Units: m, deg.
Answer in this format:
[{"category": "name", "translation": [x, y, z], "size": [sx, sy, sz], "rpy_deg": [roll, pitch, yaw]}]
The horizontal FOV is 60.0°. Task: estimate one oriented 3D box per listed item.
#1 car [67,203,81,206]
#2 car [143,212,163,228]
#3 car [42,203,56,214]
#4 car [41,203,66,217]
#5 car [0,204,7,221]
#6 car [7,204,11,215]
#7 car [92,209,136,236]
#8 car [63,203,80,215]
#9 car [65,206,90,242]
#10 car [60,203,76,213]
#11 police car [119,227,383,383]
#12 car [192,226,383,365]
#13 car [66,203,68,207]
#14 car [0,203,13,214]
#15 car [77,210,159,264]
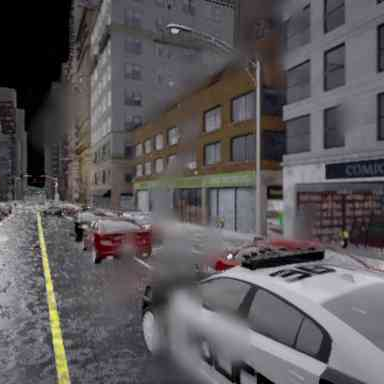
[{"category": "car", "translation": [-12.267, 2.173, 36.730], "size": [1.947, 1.339, 4.313], "rpy_deg": [-1, -1, -25]}, {"category": "car", "translation": [-2.877, 1.700, 16.817], "size": [1.967, 1.590, 4.097], "rpy_deg": [-1, -1, -25]}, {"category": "car", "translation": [-21.213, 2.353, 49.247], "size": [1.837, 1.490, 4.892], "rpy_deg": [0, -1, -25]}, {"category": "car", "translation": [-16.640, 2.170, 39.639], "size": [2.128, 1.511, 4.902], "rpy_deg": [0, -1, -25]}, {"category": "car", "translation": [-19.980, 2.041, 33.094], "size": [1.967, 1.590, 4.097], "rpy_deg": [-1, -1, -25]}, {"category": "car", "translation": [-22.326, 2.255, 38.072], "size": [1.947, 1.339, 4.313], "rpy_deg": [-1, -1, -25]}, {"category": "car", "translation": [-5.223, 1.891, 21.794], "size": [1.887, 1.381, 4.507], "rpy_deg": [-1, -1, -25]}, {"category": "car", "translation": [-16.963, 2.329, 46.687], "size": [1.887, 1.381, 4.507], "rpy_deg": [-1, -1, -25]}, {"category": "car", "translation": [-5.654, 1.776, 18.366], "size": [1.882, 1.535, 5.008], "rpy_deg": [0, -1, -25]}, {"category": "car", "translation": [-19.311, 2.417, 51.666], "size": [1.887, 1.381, 4.507], "rpy_deg": [-1, -1, -25]}, {"category": "police car", "translation": [0.953, 1.475, 3.849], "size": [1.930, 1.638, 5.238], "rpy_deg": [0, -1, -30]}, {"category": "car", "translation": [1.821, 1.633, 6.858], "size": [1.887, 1.381, 4.507], "rpy_deg": [-1, -1, -25]}, {"category": "car", "translation": [-14.615, 2.240, 41.708], "size": [1.887, 1.381, 4.507], "rpy_deg": [-1, -1, -25]}, {"category": "car", "translation": [-27.022, 2.411, 48.029], "size": [1.887, 1.381, 4.507], "rpy_deg": [-1, -1, -25]}, {"category": "car", "translation": [-3.096, 1.683, 12.940], "size": [1.882, 1.535, 5.008], "rpy_deg": [0, -1, -25]}]
